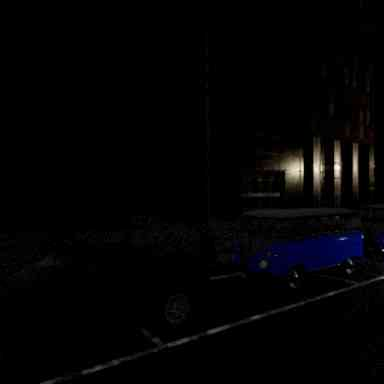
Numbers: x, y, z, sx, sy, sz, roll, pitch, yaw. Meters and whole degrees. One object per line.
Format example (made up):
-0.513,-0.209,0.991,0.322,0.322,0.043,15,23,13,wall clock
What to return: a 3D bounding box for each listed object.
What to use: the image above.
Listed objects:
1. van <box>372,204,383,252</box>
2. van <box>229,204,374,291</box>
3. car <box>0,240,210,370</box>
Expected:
7.374,1.298,11.915,3.998,1.788,1.690,0,0,-36,van
2.801,1.316,8.649,3.998,1.788,1.690,0,0,-36,van
-1.770,1.539,5.385,4.507,1.381,1.887,0,0,-36,car
